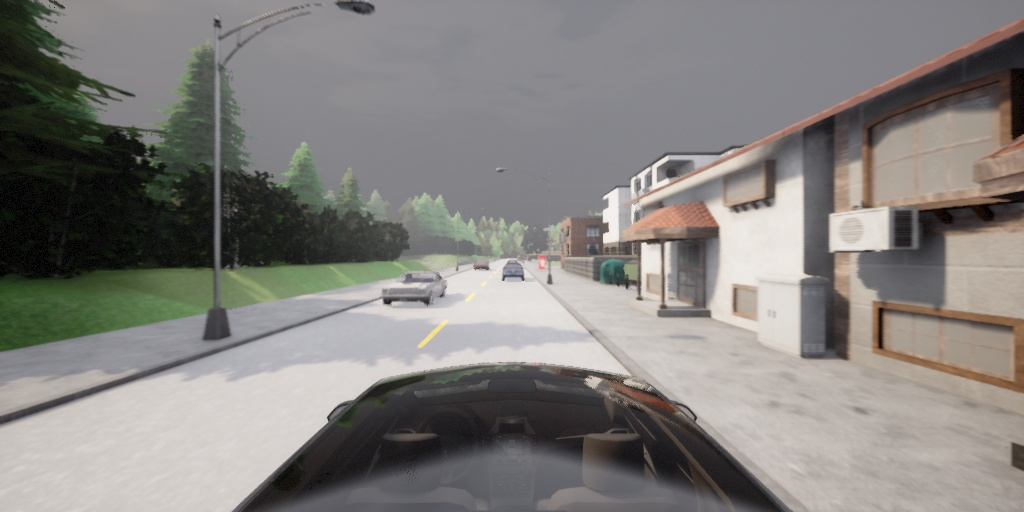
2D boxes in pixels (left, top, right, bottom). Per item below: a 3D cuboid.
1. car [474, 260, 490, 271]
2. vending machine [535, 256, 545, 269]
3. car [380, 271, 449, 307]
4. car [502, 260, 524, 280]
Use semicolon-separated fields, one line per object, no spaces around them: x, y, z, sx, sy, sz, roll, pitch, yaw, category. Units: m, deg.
-4.077;1.233;49.303;1.882;1.535;5.008;0;0;0;car
4.295;0.950;51.435;1.100;2.100;0.880;0;0;0;vending machine
-4.096;1.353;15.696;1.895;1.301;4.718;0;0;0;car
0.101;1.301;30.956;2.033;1.411;5.357;0;0;0;car
